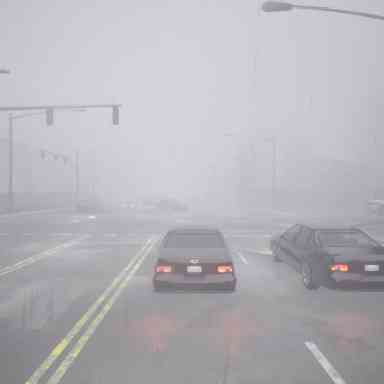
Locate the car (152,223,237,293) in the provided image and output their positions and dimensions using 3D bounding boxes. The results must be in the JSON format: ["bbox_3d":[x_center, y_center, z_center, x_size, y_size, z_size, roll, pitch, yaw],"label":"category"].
[{"bbox_3d":[0.052,1.547,8.970,2.033,1.411,5.357,0,0,0],"label":"car"}]

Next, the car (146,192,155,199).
[{"bbox_3d":[-10.763,0.908,86.533,1.837,1.490,4.892,0,1,0],"label":"car"}]

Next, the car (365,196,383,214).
[{"bbox_3d":[21.317,1.222,35.135,5.566,2.045,2.150,0,0,-2],"label":"car"}]

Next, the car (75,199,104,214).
[{"bbox_3d":[-10.708,1.470,34.980,1.882,1.535,5.008,0,0,0],"label":"car"}]

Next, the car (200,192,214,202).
[{"bbox_3d":[3.388,0.940,69.689,2.150,2.045,5.566,0,1,0],"label":"car"}]

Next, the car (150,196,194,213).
[{"bbox_3d":[-2.345,1.488,37.299,1.837,1.490,4.892,-2,1,-40],"label":"car"}]

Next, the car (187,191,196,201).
[{"bbox_3d":[-0.225,0.998,74.399,2.097,1.767,4.553,0,1,0],"label":"car"}]

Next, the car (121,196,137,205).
[{"bbox_3d":[-10.757,1.397,57.314,1.812,1.442,4.674,0,1,0],"label":"car"}]

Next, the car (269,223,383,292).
[{"bbox_3d":[3.552,1.547,9.079,2.033,1.411,5.357,0,0,0],"label":"car"}]

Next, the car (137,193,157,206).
[{"bbox_3d":[-7.233,1.384,53.788,1.882,1.535,5.008,0,1,0],"label":"car"}]

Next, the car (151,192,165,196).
[{"bbox_3d":[-7.211,1.297,68.128,1.994,1.385,4.181,0,1,0],"label":"car"}]

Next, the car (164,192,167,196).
[{"bbox_3d":[-7.251,0.842,82.717,2.097,1.767,4.553,0,1,0],"label":"car"}]
